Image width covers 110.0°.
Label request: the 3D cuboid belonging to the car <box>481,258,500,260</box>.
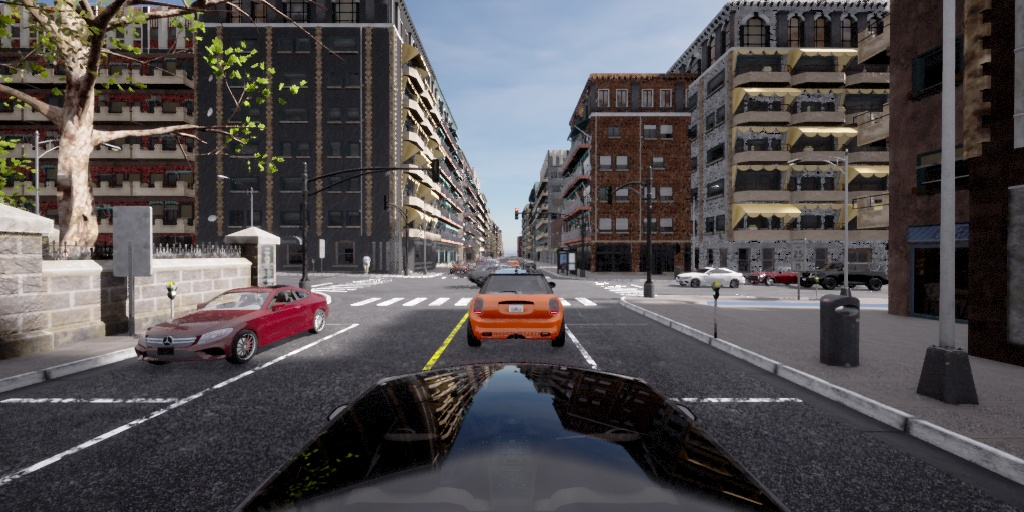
[{"bbox_3d":[-3.171,1.312,49.978,1.994,1.385,4.181,0,0,0],"label":"car"}]

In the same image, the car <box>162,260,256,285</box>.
[{"bbox_3d":[-18.942,1.012,22.567,4.181,1.385,1.994,1,0,-1],"label":"car"}]

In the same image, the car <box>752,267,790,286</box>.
[{"bbox_3d":[21.334,1.570,28.889,4.097,1.591,1.967,0,0,-1],"label":"car"}]

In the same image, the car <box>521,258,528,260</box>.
[{"bbox_3d":[2.605,1.298,51.692,2.007,1.370,4.403,0,0,0],"label":"car"}]

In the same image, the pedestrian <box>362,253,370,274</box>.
[{"bbox_3d":[-12.764,0.651,31.386,0.375,1.860,0.375,0,-1,-1],"label":"pedestrian"}]

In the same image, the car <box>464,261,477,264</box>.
[{"bbox_3d":[-0.394,1.240,22.832,4.902,1.511,2.128,0,0,-1],"label":"car"}]

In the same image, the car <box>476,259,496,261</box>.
[{"bbox_3d":[-3.160,1.312,41.004,1.994,1.385,4.181,0,0,0],"label":"car"}]

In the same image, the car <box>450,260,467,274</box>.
[{"bbox_3d":[-5.756,1.187,40.406,1.967,1.591,4.097,0,0,0],"label":"car"}]

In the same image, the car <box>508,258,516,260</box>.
[{"bbox_3d":[-0.002,1.100,61.359,2.097,1.767,4.553,0,0,0],"label":"car"}]

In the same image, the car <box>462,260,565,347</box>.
[{"bbox_3d":[0.113,1.101,9.507,2.097,1.767,4.553,0,0,1],"label":"car"}]

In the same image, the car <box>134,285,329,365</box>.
[{"bbox_3d":[-5.700,1.331,7.995,1.802,1.307,4.207,0,0,0],"label":"car"}]

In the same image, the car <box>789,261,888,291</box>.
[{"bbox_3d":[24.216,1.417,26.364,5.566,2.045,2.150,1,0,-1],"label":"car"}]

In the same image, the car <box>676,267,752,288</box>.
[{"bbox_3d":[14.474,1.549,26.234,4.674,1.442,1.812,1,0,-2],"label":"car"}]
